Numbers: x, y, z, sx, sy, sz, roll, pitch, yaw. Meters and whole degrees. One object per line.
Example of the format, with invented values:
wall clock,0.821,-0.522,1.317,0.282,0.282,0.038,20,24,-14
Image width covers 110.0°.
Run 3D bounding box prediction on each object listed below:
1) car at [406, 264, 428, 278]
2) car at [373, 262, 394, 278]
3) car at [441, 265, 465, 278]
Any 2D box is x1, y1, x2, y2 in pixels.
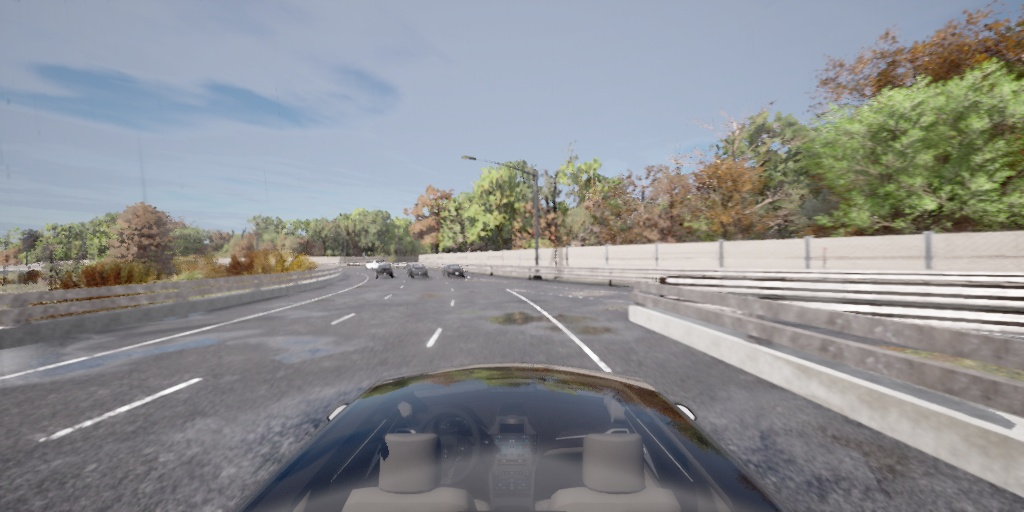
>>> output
car,-10.697,1.688,40.640,2.128,1.511,4.902,0,-1,-21
car,-15.002,1.750,42.073,1.837,1.490,4.892,0,-1,-22
car,-6.519,1.676,39.388,1.812,1.442,4.674,0,-1,-20
